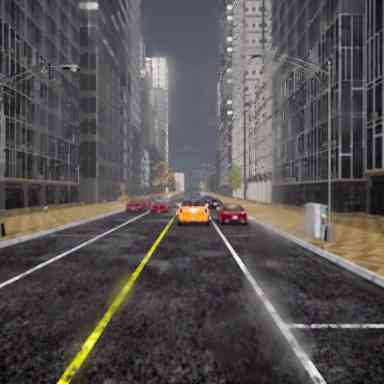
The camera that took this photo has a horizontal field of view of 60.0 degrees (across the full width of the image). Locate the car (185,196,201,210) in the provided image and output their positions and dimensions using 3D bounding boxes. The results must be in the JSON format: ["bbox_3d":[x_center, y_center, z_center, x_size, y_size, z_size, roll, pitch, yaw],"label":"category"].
[{"bbox_3d":[0.088,1.324,41.087,1.812,1.442,4.674,0,0,0],"label":"car"}]

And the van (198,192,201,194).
[{"bbox_3d":[2.679,0.982,68.511,1.690,1.788,3.998,0,0,0],"label":"van"}]

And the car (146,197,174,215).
[{"bbox_3d":[-3.007,1.446,32.501,1.895,1.301,4.718,0,0,0],"label":"car"}]

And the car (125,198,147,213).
[{"bbox_3d":[-5.695,1.379,34.362,1.887,1.381,4.507,0,0,0],"label":"car"}]

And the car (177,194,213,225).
[{"bbox_3d":[0.096,1.245,23.030,2.097,1.767,4.553,0,0,0],"label":"car"}]

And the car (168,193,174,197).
[{"bbox_3d":[-5.705,1.060,85.426,1.752,1.417,4.829,0,0,0],"label":"car"}]

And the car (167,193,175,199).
[{"bbox_3d":[-5.707,1.047,91.289,2.008,1.369,4.403,0,0,0],"label":"car"}]

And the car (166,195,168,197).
[{"bbox_3d":[-5.700,1.274,57.133,1.947,1.339,4.313,0,0,0],"label":"car"}]

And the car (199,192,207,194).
[{"bbox_3d":[2.680,1.241,62.818,1.947,1.339,4.313,0,0,0],"label":"car"}]

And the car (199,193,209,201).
[{"bbox_3d":[2.678,1.047,74.202,1.967,1.590,4.097,0,0,0],"label":"car"}]

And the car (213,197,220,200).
[{"bbox_3d":[2.684,1.370,40.050,1.947,1.339,4.313,0,0,0],"label":"car"}]

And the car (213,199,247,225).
[{"bbox_3d":[2.687,1.439,22.973,1.887,1.381,4.507,0,0,0],"label":"car"}]
